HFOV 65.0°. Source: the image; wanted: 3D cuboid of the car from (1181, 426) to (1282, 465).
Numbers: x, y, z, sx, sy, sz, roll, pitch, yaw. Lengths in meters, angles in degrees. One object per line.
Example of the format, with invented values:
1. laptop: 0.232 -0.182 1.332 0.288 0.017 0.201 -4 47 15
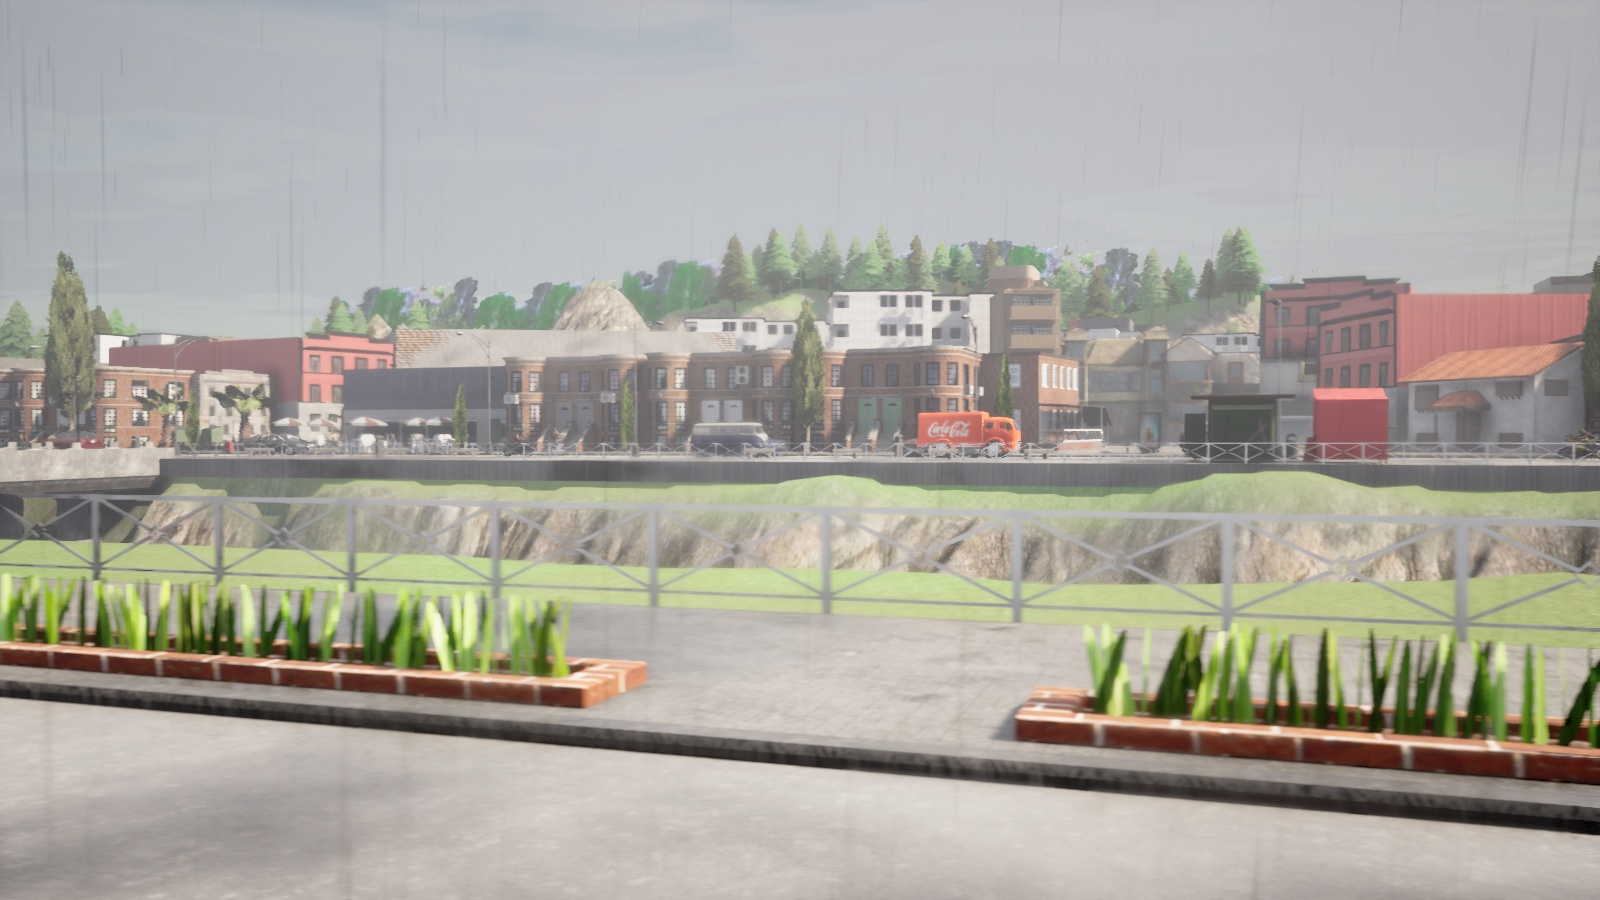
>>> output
1. car: 21.163 -0.265 61.694 4.605 1.855 1.932 1 1 19

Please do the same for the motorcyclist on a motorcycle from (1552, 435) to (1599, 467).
1. motorcyclist on a motorcycle: 37.530 0.035 60.414 2.191 1.530 0.866 1 1 19

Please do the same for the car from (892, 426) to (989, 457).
1. car: 7.893 -0.492 70.372 5.027 1.651 2.152 1 1 19

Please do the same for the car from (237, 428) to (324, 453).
1. car: -33.034 -0.621 79.912 4.902 1.511 2.128 1 1 19

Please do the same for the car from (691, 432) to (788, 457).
1. car: -3.576 -0.328 74.231 5.357 1.411 2.033 1 1 19

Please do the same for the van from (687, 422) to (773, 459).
1. van: -3.900 -0.558 70.117 4.442 1.987 1.775 1 1 19

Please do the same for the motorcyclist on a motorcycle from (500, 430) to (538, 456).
1. motorcyclist on a motorcycle: -16.655 -0.446 74.407 2.044 1.523 0.797 1 1 19

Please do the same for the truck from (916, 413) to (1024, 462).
1. truck: 8.926 -0.680 65.802 5.204 2.467 2.627 1 1 19
